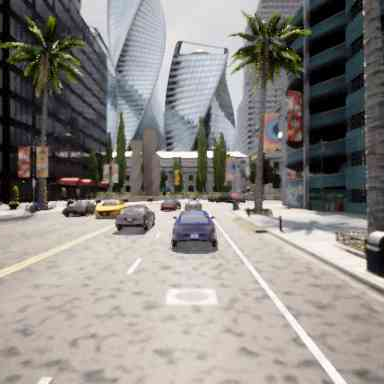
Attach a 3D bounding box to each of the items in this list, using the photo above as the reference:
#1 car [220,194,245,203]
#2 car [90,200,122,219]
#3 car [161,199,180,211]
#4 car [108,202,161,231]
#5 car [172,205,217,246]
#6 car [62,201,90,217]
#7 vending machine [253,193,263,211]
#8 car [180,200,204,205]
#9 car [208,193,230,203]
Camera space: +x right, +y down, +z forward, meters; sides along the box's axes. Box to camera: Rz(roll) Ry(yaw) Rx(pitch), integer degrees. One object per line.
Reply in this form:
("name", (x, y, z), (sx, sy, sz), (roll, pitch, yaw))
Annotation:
("car", (8.497, 1.617, 66.848), (4.718, 1.301, 1.895), (0, 0, -39))
("car", (-7.013, 1.487, 29.213), (1.882, 1.535, 5.008), (0, 0, 1))
("car", (-2.551, 1.578, 41.393), (1.994, 1.385, 4.181), (0, 0, 9))
("car", (-3.402, 1.554, 20.708), (2.033, 1.411, 5.357), (0, 0, 0))
("car", (0.098, 1.531, 15.115), (1.812, 1.442, 4.674), (0, 0, 0))
("car", (-10.520, 1.558, 31.721), (2.033, 1.411, 5.357), (0, 0, 1))
("vending machine", (7.799, 1.209, 39.399), (1.100, 2.100, 0.880), (0, 0, 10))
("car", (0.237, 1.559, 35.645), (2.033, 1.411, 5.357), (0, 0, 3))
("car", (5.817, 1.244, 69.197), (5.566, 2.045, 2.150), (0, 0, -39))
